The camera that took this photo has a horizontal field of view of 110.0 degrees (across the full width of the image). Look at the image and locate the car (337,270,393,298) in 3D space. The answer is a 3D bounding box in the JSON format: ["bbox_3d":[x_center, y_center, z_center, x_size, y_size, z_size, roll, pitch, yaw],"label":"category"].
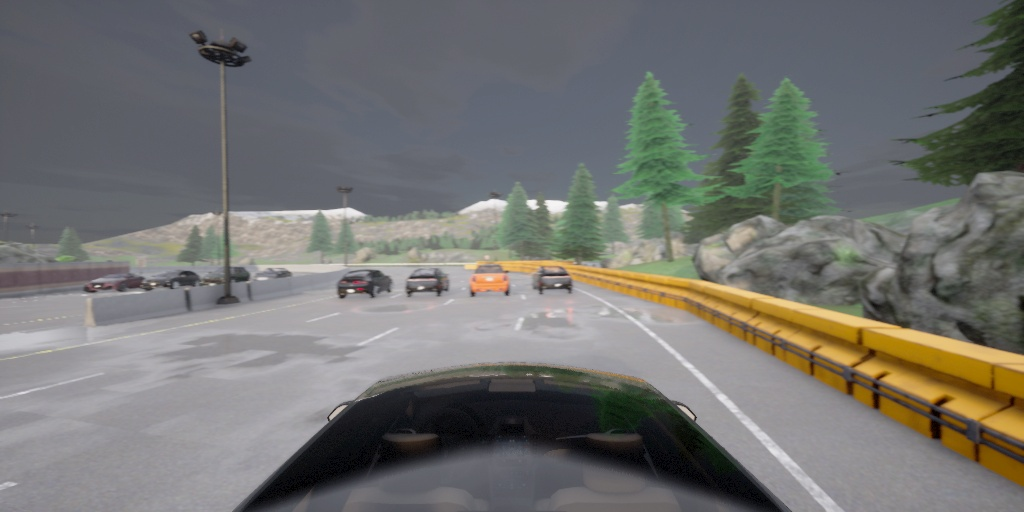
[{"bbox_3d":[-8.250,1.511,20.480,1.837,1.490,4.892,-1,0,-3],"label":"car"}]

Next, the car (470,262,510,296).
[{"bbox_3d":[-1.242,1.233,20.521,2.097,1.767,4.553,-1,0,-2],"label":"car"}]

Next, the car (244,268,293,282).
[{"bbox_3d":[-20.465,1.770,30.801,2.128,1.511,4.902,-1,-1,-15],"label":"car"}]

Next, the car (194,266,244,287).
[{"bbox_3d":[-23.885,1.680,30.063,2.097,1.767,4.553,-1,0,-15],"label":"car"}]

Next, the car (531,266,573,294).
[{"bbox_3d":[2.246,1.310,20.870,2.128,1.511,4.902,-1,0,-2],"label":"car"}]

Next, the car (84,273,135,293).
[{"bbox_3d":[-30.570,2.049,27.920,1.994,1.385,4.181,-2,0,-15],"label":"car"}]

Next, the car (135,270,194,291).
[{"bbox_3d":[-27.206,1.908,28.868,1.837,1.490,4.892,-2,-1,-15],"label":"car"}]

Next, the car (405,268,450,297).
[{"bbox_3d":[-4.756,1.439,20.610,2.128,1.511,4.902,-1,0,-3],"label":"car"}]
